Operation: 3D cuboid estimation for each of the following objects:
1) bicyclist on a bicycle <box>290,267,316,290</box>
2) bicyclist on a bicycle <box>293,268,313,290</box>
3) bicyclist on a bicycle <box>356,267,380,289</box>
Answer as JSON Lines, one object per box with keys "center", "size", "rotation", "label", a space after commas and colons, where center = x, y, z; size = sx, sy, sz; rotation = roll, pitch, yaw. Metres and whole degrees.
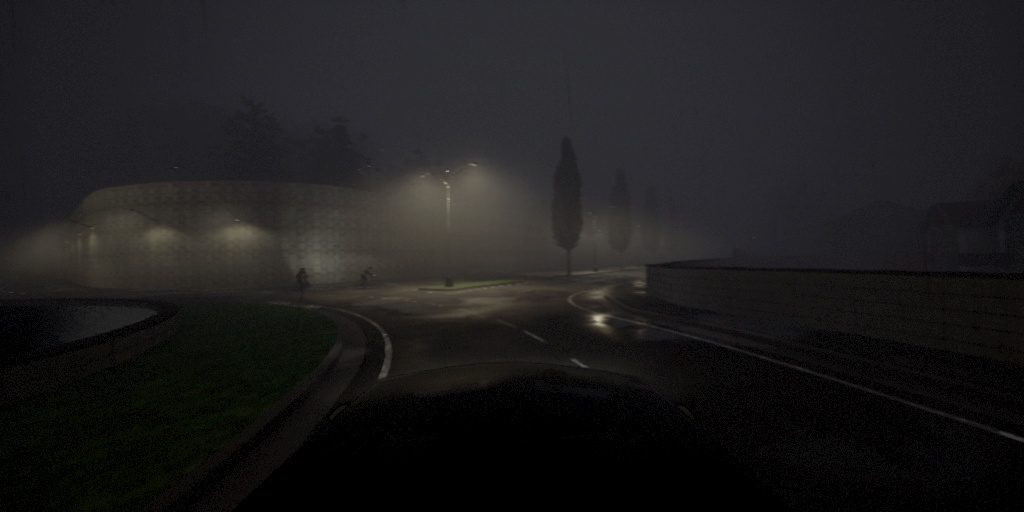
{"center": [-16.395, 1.742, 28.122], "size": [0.582, 1.620, 1.656], "rotation": [-1, 0, 27], "label": "bicyclist on a bicycle"}
{"center": [-15.679, 1.717, 26.777], "size": [0.582, 1.620, 1.656], "rotation": [-1, -1, 6], "label": "bicyclist on a bicycle"}
{"center": [-10.565, 1.612, 26.309], "size": [1.656, 1.620, 0.582], "rotation": [0, -1, -35], "label": "bicyclist on a bicycle"}
